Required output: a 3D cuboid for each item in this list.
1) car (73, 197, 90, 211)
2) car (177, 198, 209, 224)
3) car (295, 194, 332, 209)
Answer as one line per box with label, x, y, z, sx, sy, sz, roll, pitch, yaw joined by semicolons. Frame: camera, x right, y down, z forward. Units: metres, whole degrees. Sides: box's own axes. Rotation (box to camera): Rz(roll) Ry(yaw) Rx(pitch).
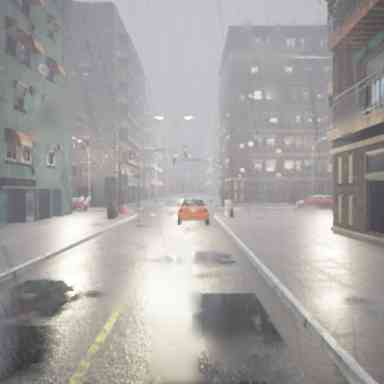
car;-13.527;1.324;36.896;4.097;1.590;1.967;-1;1;0
car;0.043;1.197;23.161;2.097;1.767;4.553;0;0;-1
car;13.577;1.065;36.800;4.097;1.590;1.967;-1;1;0
